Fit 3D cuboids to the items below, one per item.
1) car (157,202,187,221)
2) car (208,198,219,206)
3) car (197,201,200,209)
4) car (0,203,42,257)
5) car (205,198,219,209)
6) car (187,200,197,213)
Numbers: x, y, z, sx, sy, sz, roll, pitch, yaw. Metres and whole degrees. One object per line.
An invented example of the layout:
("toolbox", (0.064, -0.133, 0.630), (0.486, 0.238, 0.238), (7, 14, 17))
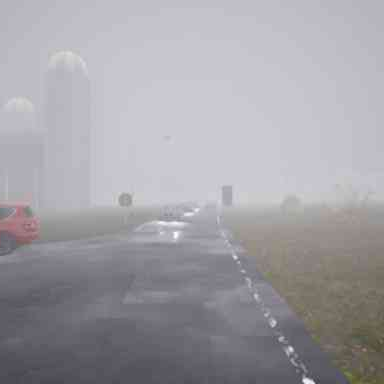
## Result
("car", (-1.849, 1.813, 29.542), (1.994, 1.385, 4.181), (0, 0, 4))
("car", (4.306, 2.023, 66.954), (2.128, 1.511, 4.902), (0, 0, 5))
("car", (0.208, 1.998, 54.088), (1.994, 1.385, 4.181), (0, 0, 6))
("car", (-8.928, 1.476, 13.017), (5.566, 2.045, 2.150), (0, 0, -18))
("car", (2.995, 1.970, 52.619), (2.033, 1.411, 5.357), (0, -1, 5))
("car", (-0.882, 1.914, 42.455), (1.994, 1.385, 4.181), (0, -1, 5))
